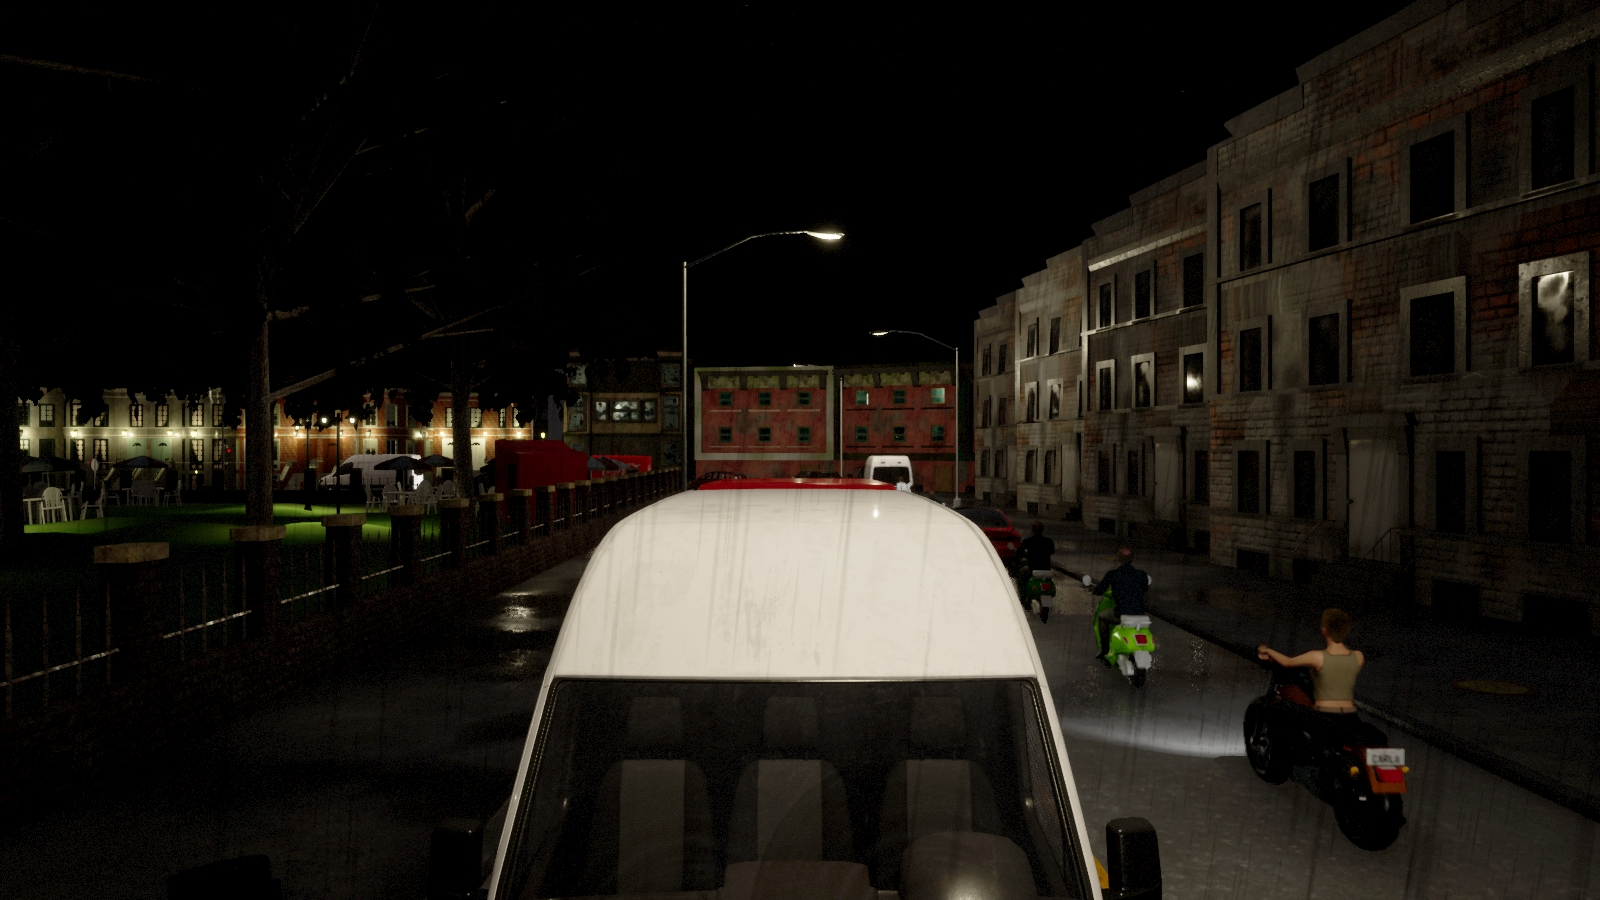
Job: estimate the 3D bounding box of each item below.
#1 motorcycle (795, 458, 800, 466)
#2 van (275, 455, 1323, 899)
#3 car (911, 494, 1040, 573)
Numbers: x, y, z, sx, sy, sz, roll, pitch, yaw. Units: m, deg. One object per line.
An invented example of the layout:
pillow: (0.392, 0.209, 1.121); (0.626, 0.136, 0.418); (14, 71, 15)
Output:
motorcycle: (-0.384, 1.962, 183.190); (0.856, 1.236, 1.805); (0, 0, 0)
van: (-0.006, 1.314, 5.127); (1.988, 2.561, 5.915); (0, 0, 0)
car: (3.922, 1.841, 26.459); (2.231, 1.480, 4.892); (0, 0, 0)
